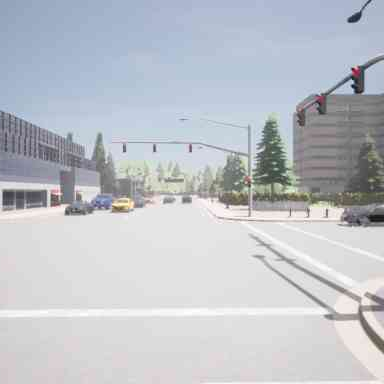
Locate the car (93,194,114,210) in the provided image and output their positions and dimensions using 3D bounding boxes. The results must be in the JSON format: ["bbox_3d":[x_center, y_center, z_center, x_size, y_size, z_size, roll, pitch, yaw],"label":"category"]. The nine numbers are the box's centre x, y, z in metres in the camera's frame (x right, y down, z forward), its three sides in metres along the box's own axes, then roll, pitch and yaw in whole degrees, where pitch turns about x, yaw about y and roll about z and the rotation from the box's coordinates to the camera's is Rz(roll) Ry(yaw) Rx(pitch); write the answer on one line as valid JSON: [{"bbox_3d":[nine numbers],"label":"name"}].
[{"bbox_3d":[-11.370,1.221,42.822,2.150,2.045,5.566,0,0,-1],"label":"car"}]

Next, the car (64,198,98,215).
[{"bbox_3d":[-11.238,1.564,33.469,1.994,1.385,4.181,0,0,-1],"label":"car"}]

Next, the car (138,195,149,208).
[{"bbox_3d":[-7.932,1.352,47.745,2.097,1.767,4.553,0,0,-1],"label":"car"}]

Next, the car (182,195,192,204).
[{"bbox_3d":[-0.968,1.505,64.953,1.837,1.490,4.892,0,0,-1],"label":"car"}]

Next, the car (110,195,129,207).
[{"bbox_3d":[-11.494,1.352,52.896,2.097,1.767,4.553,0,0,-1],"label":"car"}]

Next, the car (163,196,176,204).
[{"bbox_3d":[-4.565,1.547,64.629,2.033,1.411,5.357,0,0,-1],"label":"car"}]

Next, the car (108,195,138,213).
[{"bbox_3d":[-7.802,1.478,37.861,1.882,1.535,5.008,0,0,-1],"label":"car"}]

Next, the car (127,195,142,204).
[{"bbox_3d":[-11.604,1.497,67.200,2.128,1.511,4.902,0,0,-1],"label":"car"}]

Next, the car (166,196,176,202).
[{"bbox_3d":[-4.709,1.510,75.265,1.895,1.301,4.718,0,0,-1],"label":"car"}]

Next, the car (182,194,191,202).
[{"bbox_3d":[-1.204,1.355,75.018,2.097,1.767,4.553,0,0,-1],"label":"car"}]

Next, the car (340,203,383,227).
[{"bbox_3d":[12.505,1.492,22.232,4.902,1.511,2.128,0,0,-1],"label":"car"}]

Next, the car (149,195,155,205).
[{"bbox_3d":[-8.078,1.351,61.086,2.097,1.767,4.553,0,0,0],"label":"car"}]
